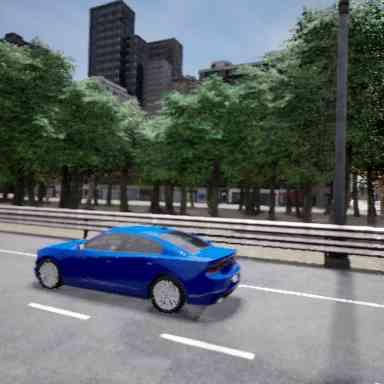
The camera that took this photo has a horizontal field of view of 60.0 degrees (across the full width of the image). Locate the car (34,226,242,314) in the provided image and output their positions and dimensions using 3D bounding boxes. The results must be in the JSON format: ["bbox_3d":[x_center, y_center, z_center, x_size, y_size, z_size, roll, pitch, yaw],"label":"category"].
[{"bbox_3d":[-1.373,1.521,7.661,5.008,1.535,1.882,1,-1,25],"label":"car"}]
